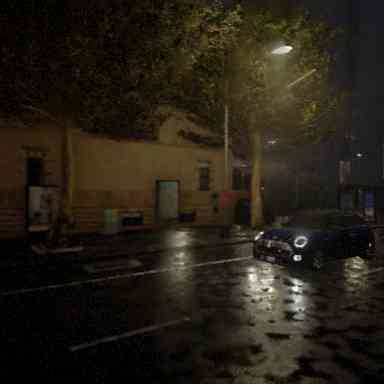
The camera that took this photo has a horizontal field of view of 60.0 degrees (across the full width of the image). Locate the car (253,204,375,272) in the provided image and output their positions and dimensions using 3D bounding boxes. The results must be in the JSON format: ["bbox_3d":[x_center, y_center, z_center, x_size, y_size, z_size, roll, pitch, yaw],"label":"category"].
[{"bbox_3d":[4.195,1.438,11.280,4.553,1.767,2.097,0,0,-35],"label":"car"}]
